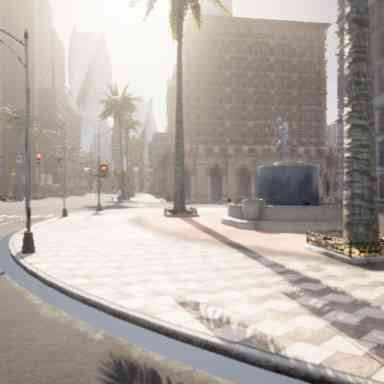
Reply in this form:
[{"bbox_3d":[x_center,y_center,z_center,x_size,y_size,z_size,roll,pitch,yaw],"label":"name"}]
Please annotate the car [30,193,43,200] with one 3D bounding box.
[{"bbox_3d":[-36.204,1.086,77.634,2.161,1.482,4.786,0,0,-9],"label":"car"}]
